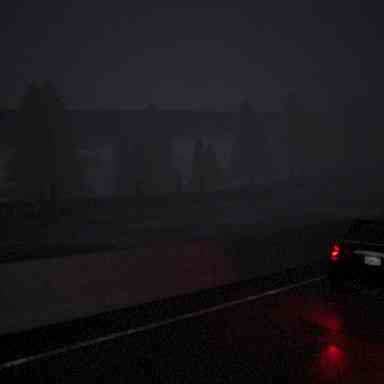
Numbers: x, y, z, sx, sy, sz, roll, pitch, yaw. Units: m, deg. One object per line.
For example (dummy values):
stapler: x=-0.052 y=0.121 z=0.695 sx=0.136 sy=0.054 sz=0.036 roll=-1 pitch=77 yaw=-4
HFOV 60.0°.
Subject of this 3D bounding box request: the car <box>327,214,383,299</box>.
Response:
car: x=5.054 y=1.226 z=7.353 sx=4.553 sy=1.767 sz=2.097 roll=-2 pitch=1 yaw=-35
